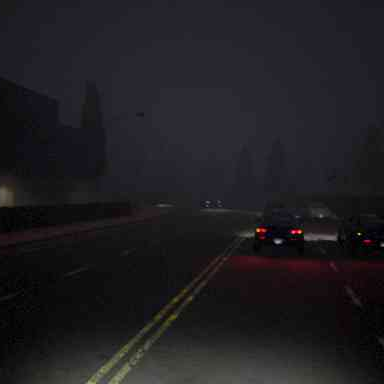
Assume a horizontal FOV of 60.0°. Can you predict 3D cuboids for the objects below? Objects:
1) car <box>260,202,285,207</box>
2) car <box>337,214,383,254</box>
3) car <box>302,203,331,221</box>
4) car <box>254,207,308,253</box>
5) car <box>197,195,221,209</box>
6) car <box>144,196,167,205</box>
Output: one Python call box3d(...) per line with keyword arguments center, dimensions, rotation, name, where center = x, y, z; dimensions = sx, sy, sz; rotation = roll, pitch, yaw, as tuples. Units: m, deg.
box3d(center=(6.897, 1.567, 28.262), dimensions=(2.128, 1.511, 4.902), rotation=(1, 0, 9), name="car")
box3d(center=(7.166, 1.617, 13.521), dimensions=(1.812, 1.442, 4.674), rotation=(1, 0, 16), name="car")
box3d(center=(10.436, 1.652, 28.329), dimensions=(1.812, 1.442, 4.674), rotation=(1, 0, 8), name="car")
box3d(center=(3.631, 1.567, 13.869), dimensions=(1.812, 1.442, 4.674), rotation=(1, 0, 16), name="car")
box3d(center=(2.264, 1.346, 45.073), dimensions=(2.097, 1.767, 4.553), rotation=(1, 0, -16), name="car")
box3d(center=(-6.159, 1.410, 55.808), dimensions=(2.033, 1.411, 5.357), rotation=(1, 0, -33), name="car")
